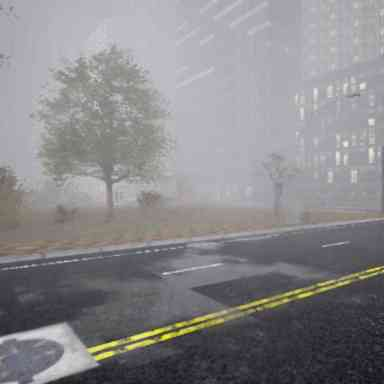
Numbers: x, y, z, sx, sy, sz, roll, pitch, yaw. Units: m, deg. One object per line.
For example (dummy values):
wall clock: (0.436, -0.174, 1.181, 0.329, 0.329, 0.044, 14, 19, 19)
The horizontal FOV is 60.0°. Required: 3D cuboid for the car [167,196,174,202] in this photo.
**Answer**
car: (-4.407, 1.460, 66.545, 1.895, 1.301, 4.718, 0, 0, -35)
